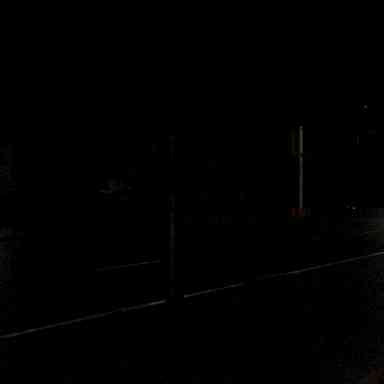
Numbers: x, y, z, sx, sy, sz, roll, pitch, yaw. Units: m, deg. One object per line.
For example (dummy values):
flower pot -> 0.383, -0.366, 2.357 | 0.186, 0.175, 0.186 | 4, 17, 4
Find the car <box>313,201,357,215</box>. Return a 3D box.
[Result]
car -> 14.824, 1.564, 34.524 | 1.994, 1.385, 4.181 | 0, 0, -36
